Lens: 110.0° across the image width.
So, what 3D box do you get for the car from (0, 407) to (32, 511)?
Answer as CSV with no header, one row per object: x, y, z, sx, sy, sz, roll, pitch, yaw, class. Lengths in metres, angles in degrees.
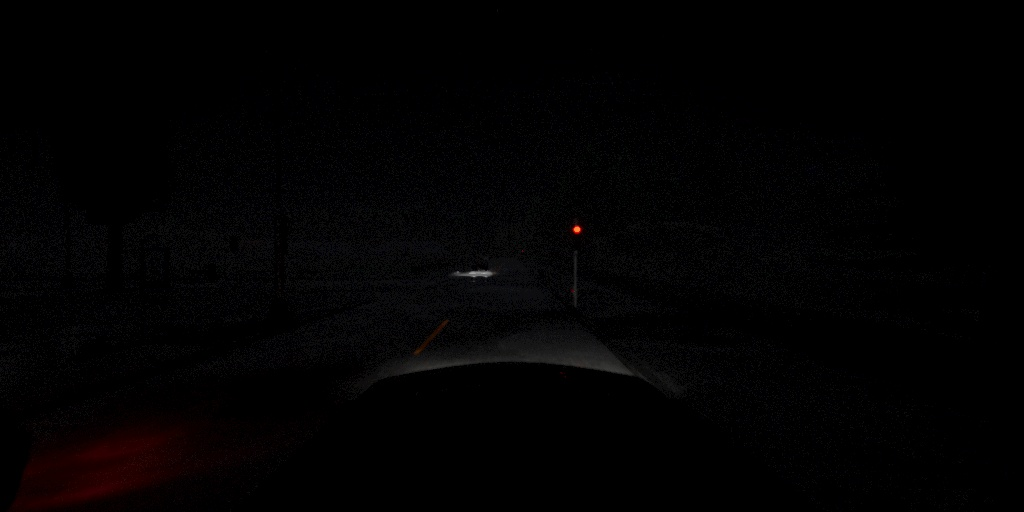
-4.087,1.259,0.224,1.837,1.490,4.892,0,0,0,car

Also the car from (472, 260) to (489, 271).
-3.994,1.226,45.714,1.895,1.301,4.718,0,0,0,car
